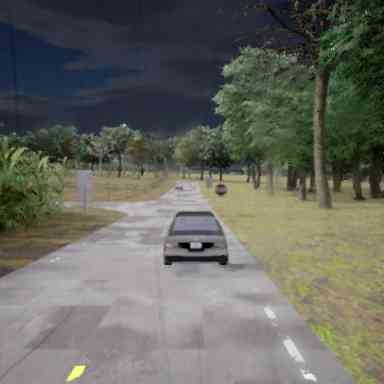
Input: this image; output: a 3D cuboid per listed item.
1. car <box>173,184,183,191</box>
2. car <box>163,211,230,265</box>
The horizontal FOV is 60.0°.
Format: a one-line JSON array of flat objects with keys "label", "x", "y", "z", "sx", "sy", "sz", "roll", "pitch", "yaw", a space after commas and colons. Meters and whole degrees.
[{"label": "car", "x": -2.803, "y": -0.936, "z": 69.275, "sx": 1.812, "sy": 1.442, "sz": 4.674, "roll": 0, "pitch": 3, "yaw": 0}, {"label": "car", "x": 0.091, "y": 1.326, "z": 10.777, "sx": 2.033, "sy": 1.411, "sz": 5.357, "roll": 0, "pitch": 1, "yaw": 0}]
